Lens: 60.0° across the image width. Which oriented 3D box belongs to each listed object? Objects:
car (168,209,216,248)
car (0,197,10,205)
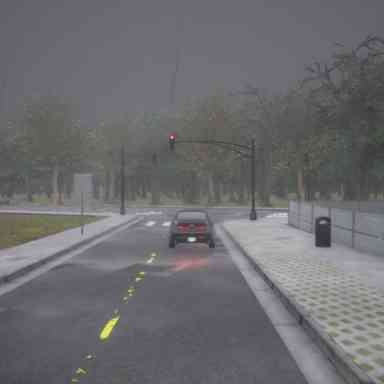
[{"bbox_3d":[0.000,1.508,14.736,1.837,1.490,4.892,0,0,0],"label":"car"},{"bbox_3d":[-33.532,1.551,57.232,4.902,1.511,2.128,0,0,24],"label":"car"}]
